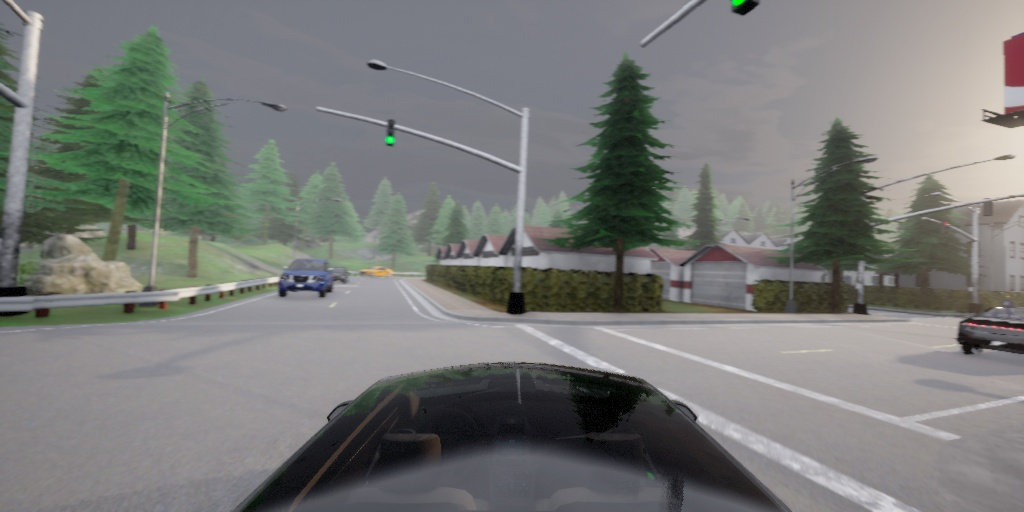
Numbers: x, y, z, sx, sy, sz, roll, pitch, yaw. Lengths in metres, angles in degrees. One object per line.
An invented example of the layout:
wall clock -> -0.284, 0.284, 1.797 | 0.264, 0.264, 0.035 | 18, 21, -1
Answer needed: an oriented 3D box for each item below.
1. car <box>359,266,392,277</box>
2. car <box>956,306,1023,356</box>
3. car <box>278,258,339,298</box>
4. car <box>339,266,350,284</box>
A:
car -> -18.996, 2.188, 50.128 | 1.882, 1.535, 5.008 | 2, -3, 24
car -> 15.297, 2.265, 10.438 | 4.902, 1.511, 2.128 | 3, -1, -20
car -> -11.558, 1.178, 20.523 | 2.150, 2.045, 5.566 | 4, -2, -21
car -> -15.993, 1.712, 32.759 | 1.837, 1.490, 4.892 | 4, -2, -20
